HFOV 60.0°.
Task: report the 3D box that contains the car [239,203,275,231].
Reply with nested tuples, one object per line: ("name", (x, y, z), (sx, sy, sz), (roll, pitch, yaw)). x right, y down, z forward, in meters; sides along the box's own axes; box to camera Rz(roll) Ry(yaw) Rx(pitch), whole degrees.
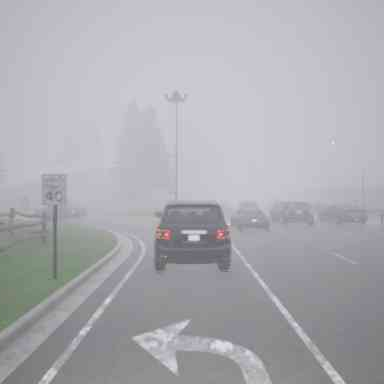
("car", (3.600, 1.630, 21.163), (1.994, 1.385, 4.181), (0, 0, 0))

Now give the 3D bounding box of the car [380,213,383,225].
("car", (14.100, 1.571, 21.329), (1.837, 1.490, 4.892), (0, 0, 0))

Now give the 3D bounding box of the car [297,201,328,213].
("car", (14.100, 1.723, 39.179), (1.895, 1.301, 4.718), (0, 0, 0))

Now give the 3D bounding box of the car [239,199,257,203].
("car", (7.101, 1.609, 42.295), (1.882, 1.535, 5.008), (0, 0, 0))

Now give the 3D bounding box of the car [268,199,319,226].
("car", (7.100, 1.427, 24.127), (2.097, 1.767, 4.553), (0, 0, 0))

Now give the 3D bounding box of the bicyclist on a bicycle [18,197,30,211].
("bicyclist on a bicycle", (-19.787, 1.424, 39.627), (0.582, 1.620, 1.656), (0, 0, 8))

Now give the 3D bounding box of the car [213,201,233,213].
("car", (3.601, 1.722, 39.177), (1.895, 1.301, 4.718), (0, 0, 0))

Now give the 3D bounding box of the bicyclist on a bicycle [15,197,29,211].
("bicyclist on a bicycle", (-20.274, 1.424, 39.691), (0.582, 1.620, 1.656), (0, 0, 7))

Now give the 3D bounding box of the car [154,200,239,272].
("car", (-0.073, 1.259, 11.139), (2.150, 2.045, 5.566), (0, 0, -3))

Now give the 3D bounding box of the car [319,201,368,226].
("car", (10.600, 1.566, 23.805), (2.128, 1.511, 4.902), (0, 0, 0))

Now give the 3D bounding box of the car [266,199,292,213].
("car", (10.601, 1.632, 40.793), (1.837, 1.490, 4.892), (0, 0, 0))

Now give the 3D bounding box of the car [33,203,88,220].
("car", (-11.344, 1.636, 28.658), (5.357, 1.411, 2.033), (0, 0, 31))
